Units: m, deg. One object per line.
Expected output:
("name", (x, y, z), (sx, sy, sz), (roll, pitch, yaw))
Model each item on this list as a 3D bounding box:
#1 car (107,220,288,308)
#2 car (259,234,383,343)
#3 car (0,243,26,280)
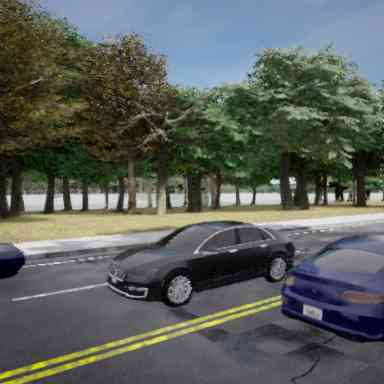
("car", (0.436, 1.488, 7.993), (4.892, 1.490, 1.837), (0, 0, -36))
("car", (3.554, 1.503, 5.982), (4.674, 1.442, 1.812), (0, 0, -36))
("car", (-6.325, 1.607, 7.158), (4.718, 1.301, 1.895), (0, 0, -35))
